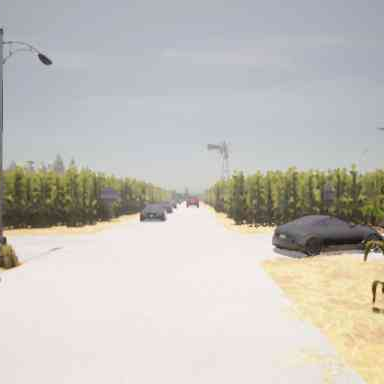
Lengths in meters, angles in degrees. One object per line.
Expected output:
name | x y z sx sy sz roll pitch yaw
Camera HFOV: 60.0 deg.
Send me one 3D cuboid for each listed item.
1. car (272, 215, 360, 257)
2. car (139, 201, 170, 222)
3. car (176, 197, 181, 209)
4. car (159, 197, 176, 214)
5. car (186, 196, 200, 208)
car | 5.255 1.608 12.882 4.181 1.385 1.994 0 -1 -19
car | -3.178 1.698 27.976 1.994 1.385 4.181 0 0 0
car | -3.152 1.753 48.332 2.128 1.511 4.902 0 -1 0
car | -3.169 1.652 38.177 1.837 1.490 4.892 0 0 0
car | 0.138 1.724 57.796 2.150 2.045 5.566 0 -1 0
